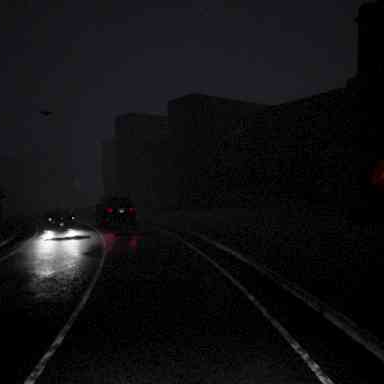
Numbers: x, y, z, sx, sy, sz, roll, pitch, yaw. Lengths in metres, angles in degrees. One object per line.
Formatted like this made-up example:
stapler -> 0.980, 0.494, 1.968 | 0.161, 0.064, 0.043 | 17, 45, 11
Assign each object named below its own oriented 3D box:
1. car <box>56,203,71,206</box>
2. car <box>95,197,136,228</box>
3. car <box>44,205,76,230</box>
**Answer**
car -> -15.626, 2.012, 40.303 | 1.812, 1.442, 4.674 | -3, 1, -35
car -> -5.678, 1.378, 24.319 | 2.150, 2.045, 5.566 | -2, 0, -23
car -> -9.623, 1.904, 24.144 | 1.895, 1.301, 4.718 | -2, 0, -26
